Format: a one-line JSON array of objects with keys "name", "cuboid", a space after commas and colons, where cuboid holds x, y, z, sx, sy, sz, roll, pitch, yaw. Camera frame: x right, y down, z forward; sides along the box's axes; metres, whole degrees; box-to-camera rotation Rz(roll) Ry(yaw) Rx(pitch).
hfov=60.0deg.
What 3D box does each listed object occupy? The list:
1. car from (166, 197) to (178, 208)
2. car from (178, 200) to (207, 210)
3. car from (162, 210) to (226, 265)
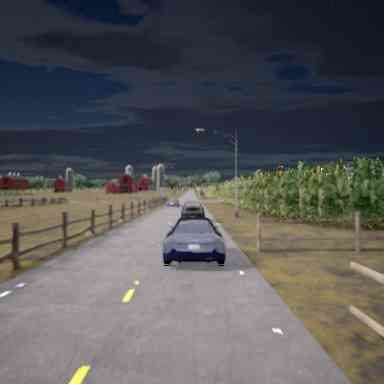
[{"name": "car", "cuboid": [-2.813, 1.462, 48.766, 2.128, 1.511, 4.902, 0, 0, 0]}, {"name": "car", "cuboid": [0.079, 1.492, 26.695, 1.837, 1.490, 4.892, 0, 0, 0]}, {"name": "car", "cuboid": [0.074, 1.557, 11.630, 1.994, 1.385, 4.181, 0, 0, 0]}]
